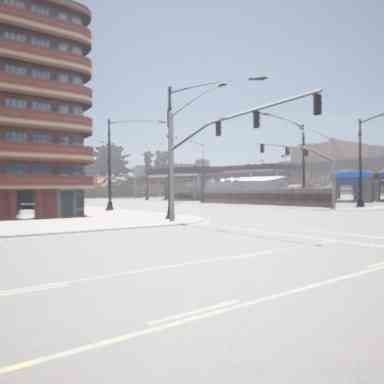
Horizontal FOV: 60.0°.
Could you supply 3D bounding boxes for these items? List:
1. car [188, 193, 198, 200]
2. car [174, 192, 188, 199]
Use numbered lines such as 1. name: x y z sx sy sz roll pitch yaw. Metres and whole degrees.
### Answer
1. car: 1.811 1.071 78.390 3.806 1.475 1.970 -1 1 -35
2. car: -2.161 0.920 82.609 4.611 1.667 2.242 -1 1 -35
